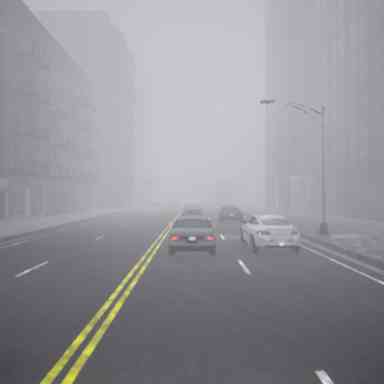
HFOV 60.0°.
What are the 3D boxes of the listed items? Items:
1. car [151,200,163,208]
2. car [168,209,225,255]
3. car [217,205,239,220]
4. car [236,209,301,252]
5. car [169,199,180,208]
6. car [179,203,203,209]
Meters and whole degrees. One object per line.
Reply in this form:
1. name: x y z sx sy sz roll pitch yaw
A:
1. car: -6.510 2.218 61.663 1.895 1.301 4.718 0 -1 1
2. car: 0.010 1.682 13.995 2.033 1.411 5.357 0 -1 0
3. car: 3.273 1.850 29.320 1.994 1.385 4.181 0 -1 0
4. car: 3.262 1.664 14.378 1.812 1.442 4.674 0 0 0
5. car: -3.267 2.111 61.657 2.128 1.511 4.902 0 -1 1
6. car: 0.022 1.811 29.388 1.812 1.442 4.674 0 0 0
